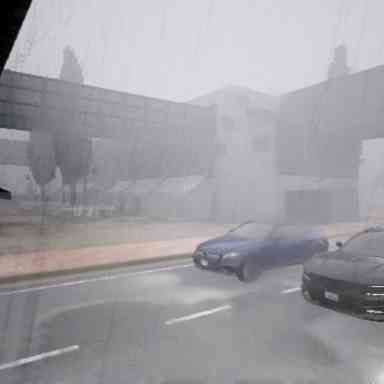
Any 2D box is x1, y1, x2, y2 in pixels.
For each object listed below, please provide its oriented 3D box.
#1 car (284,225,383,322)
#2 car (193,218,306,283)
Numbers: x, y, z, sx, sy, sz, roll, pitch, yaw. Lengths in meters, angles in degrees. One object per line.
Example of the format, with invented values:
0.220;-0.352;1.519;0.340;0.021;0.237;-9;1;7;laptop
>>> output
4.413;1.494;7.122;5.008;1.535;1.882;0;0;-35;car
2.211;1.542;9.846;4.674;1.442;1.812;0;0;-36;car
